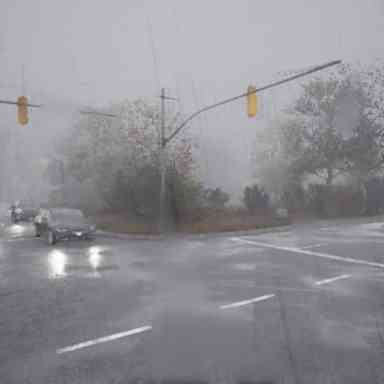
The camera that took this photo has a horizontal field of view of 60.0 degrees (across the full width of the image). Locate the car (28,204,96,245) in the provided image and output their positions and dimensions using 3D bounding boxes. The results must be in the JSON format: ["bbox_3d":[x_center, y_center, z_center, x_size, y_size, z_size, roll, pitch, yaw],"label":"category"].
[{"bbox_3d":[-6.078,1.493,15.644,1.837,1.490,4.892,0,0,-36],"label":"car"}]

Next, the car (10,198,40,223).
[{"bbox_3d":[-12.455,1.348,25.310,2.097,1.767,4.553,0,0,-31],"label":"car"}]

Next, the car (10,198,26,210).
[{"bbox_3d":[-23.936,1.649,45.899,1.837,1.490,4.892,0,-1,-26],"label":"car"}]
